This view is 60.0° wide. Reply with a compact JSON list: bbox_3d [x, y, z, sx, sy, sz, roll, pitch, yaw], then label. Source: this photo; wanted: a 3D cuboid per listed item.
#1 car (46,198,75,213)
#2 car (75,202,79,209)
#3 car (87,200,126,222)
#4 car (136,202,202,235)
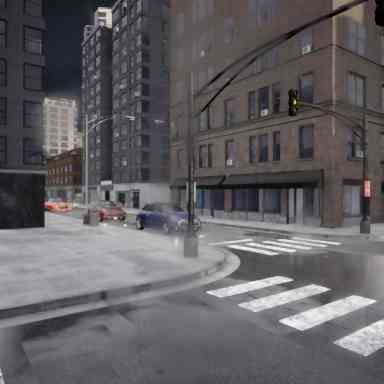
[{"bbox_3d":[-16.064,1.530,40.012,2.097,1.767,4.553,0,0,-35],"label":"car"},{"bbox_3d":[-17.687,1.813,47.313,1.895,1.301,4.718,0,0,-36],"label":"car"},{"bbox_3d":[-7.217,1.465,27.588,2.097,1.767,4.553,0,0,-35],"label":"car"},{"bbox_3d":[-1.447,1.421,19.504,2.097,1.767,4.553,0,0,-38],"label":"car"}]
